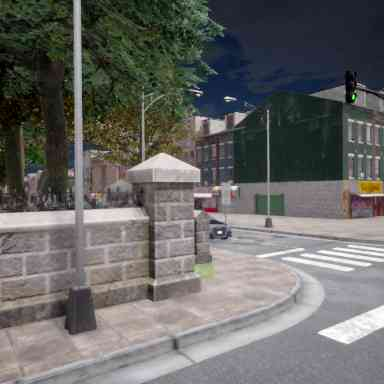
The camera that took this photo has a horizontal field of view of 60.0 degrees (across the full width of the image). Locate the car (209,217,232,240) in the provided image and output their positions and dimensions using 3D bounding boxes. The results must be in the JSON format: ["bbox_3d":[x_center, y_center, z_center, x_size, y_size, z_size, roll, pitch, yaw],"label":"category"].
[{"bbox_3d":[0.165,1.778,17.491,1.994,1.385,4.181,-1,0,-36],"label":"car"}]
